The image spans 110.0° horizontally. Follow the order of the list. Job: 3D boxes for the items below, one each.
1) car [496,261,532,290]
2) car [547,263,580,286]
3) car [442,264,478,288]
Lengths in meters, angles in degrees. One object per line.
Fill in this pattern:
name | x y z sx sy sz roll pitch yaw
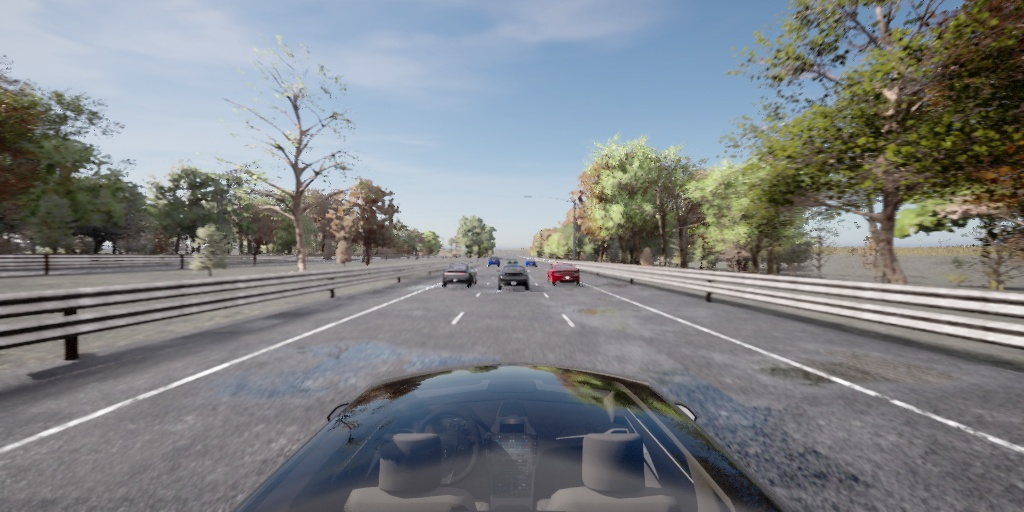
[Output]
car | 0.099 1.282 22.885 1.837 1.490 4.892 0 0 0
car | 3.598 1.257 25.764 1.882 1.535 5.008 0 0 0
car | -3.401 1.268 24.013 2.128 1.511 4.902 0 0 0
